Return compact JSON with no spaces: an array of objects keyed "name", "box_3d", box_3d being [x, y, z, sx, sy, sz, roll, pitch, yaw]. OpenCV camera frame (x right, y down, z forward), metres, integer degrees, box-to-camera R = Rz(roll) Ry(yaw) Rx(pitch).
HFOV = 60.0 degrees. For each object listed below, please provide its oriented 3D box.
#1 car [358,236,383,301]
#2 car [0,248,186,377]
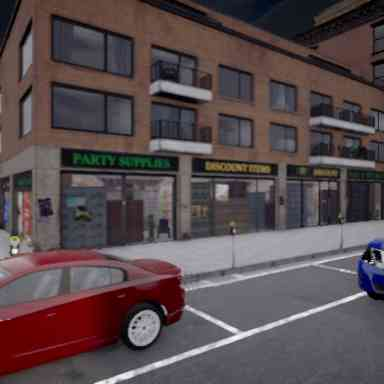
[{"name":"car","box_3d":[5.918,1.220,7.194,5.566,2.045,2.150,0,0,-35]},{"name":"car","box_3d":[-2.206,1.545,4.635,4.507,1.381,1.887,0,0,-36]}]
